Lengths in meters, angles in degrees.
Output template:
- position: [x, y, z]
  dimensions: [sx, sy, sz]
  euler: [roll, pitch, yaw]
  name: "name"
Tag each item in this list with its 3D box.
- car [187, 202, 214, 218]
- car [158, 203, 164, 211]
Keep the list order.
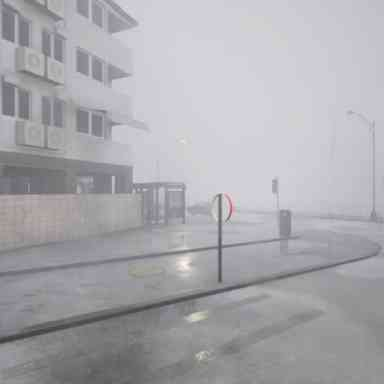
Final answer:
- position: [1.551, 1.593, 30.462]
  dimensions: [1.895, 1.301, 4.718]
  euler: [0, 0, -35]
  name: "car"
- position: [-5.475, 1.538, 40.336]
  dimensions: [2.033, 1.411, 5.357]
  euler: [0, 0, -35]
  name: "car"
